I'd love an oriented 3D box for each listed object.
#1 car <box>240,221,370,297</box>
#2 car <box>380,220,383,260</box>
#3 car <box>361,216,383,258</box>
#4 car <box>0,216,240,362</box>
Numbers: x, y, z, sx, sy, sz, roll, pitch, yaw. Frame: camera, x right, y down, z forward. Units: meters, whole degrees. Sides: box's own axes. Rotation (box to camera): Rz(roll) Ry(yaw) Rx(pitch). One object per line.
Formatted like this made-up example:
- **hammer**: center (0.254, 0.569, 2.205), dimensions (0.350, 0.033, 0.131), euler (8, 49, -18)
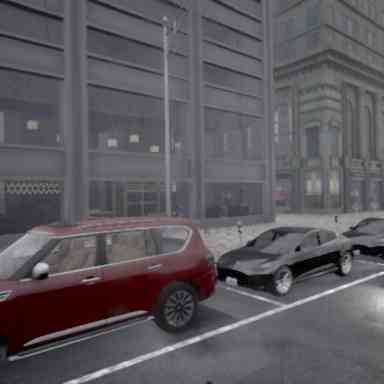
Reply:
- **car**: center (2.608, 1.611, 8.778), dimensions (4.313, 1.339, 1.947), euler (0, -1, -38)
- **car**: center (7.195, 1.490, 8.969), dimensions (4.892, 1.490, 1.837), euler (0, -1, -38)
- **car**: center (7.054, 1.581, 12.242), dimensions (4.313, 1.339, 1.947), euler (0, -1, -38)
- **car**: center (-1.843, 1.391, 5.317), dimensions (5.009, 1.841, 2.192), euler (0, -1, -38)
